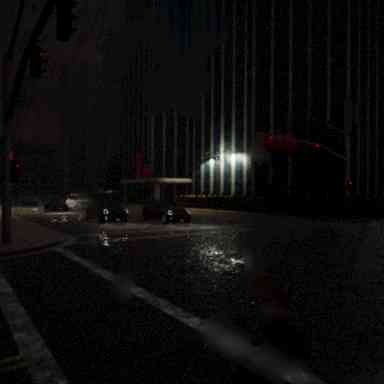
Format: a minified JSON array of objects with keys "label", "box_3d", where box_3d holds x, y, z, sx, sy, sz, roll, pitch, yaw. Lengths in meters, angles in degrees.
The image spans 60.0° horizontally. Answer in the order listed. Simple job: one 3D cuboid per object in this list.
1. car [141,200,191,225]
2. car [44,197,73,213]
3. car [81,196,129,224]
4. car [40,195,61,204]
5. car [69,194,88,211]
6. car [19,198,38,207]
[{"label":"car","box_3d":[-2.039,1.450,25.359,2.097,1.767,4.553,1,0,-37]},{"label":"car","box_3d":[-15.540,1.597,38.010,1.994,1.385,4.181,1,0,-36]},{"label":"car","box_3d":[-6.585,1.409,25.595,2.097,1.767,4.553,1,0,-36]},{"label":"car","box_3d":[-23.232,1.233,54.472,2.033,1.411,5.357,1,0,-36]},{"label":"car","box_3d":[-13.922,1.286,41.572,2.150,2.045,5.566,1,0,-36]},{"label":"car","box_3d":[-25.113,1.607,51.081,1.895,1.301,4.718,1,0,-36]}]
